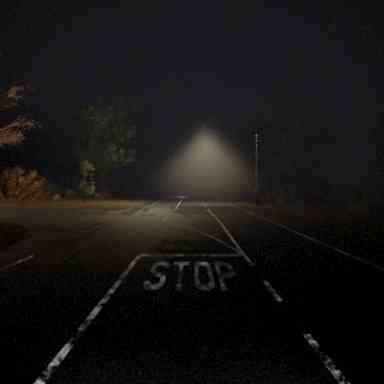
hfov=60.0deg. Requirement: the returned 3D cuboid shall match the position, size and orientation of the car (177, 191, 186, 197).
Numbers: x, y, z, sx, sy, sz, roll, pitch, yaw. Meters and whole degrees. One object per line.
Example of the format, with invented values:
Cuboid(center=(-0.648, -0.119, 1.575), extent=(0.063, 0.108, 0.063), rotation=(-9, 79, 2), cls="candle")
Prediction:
Cuboid(center=(-2.861, 0.449, 89.000), extent=(2.128, 1.511, 4.902), rotation=(0, 1, 6), cls="car")
